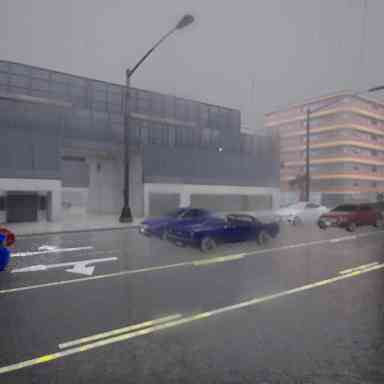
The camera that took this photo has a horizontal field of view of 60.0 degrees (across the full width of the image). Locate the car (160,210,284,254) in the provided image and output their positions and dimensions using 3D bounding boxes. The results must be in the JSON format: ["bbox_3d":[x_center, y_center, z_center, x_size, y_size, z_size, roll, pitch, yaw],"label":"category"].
[{"bbox_3d":[1.328,1.572,13.528,4.718,1.301,1.895,-1,0,-35],"label":"car"}]

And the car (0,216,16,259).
[{"bbox_3d":[-8.502,1.602,10.826,4.718,1.301,1.895,0,0,-35],"label":"car"}]

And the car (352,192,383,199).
[{"bbox_3d":[14.661,0.992,27.199,5.566,2.045,2.150,0,0,-35],"label":"car"}]

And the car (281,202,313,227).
[{"bbox_3d":[7.183,1.382,21.967,4.674,1.442,1.812,-1,1,-35],"label":"car"}]

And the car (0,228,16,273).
[{"bbox_3d":[-6.992,1.472,7.600,5.008,1.535,1.882,1,0,-35],"label":"car"}]

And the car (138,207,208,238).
[{"bbox_3d":[-0.377,1.494,16.609,4.674,1.442,1.812,0,0,-35],"label":"car"}]

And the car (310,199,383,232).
[{"bbox_3d":[9.163,1.383,19.094,4.674,1.442,1.812,-1,1,-35],"label":"car"}]
